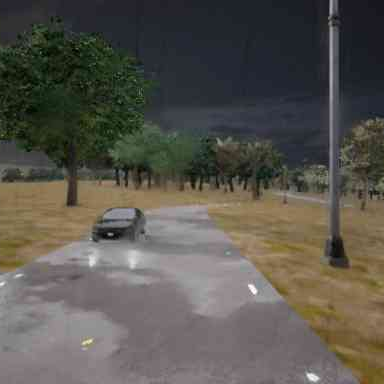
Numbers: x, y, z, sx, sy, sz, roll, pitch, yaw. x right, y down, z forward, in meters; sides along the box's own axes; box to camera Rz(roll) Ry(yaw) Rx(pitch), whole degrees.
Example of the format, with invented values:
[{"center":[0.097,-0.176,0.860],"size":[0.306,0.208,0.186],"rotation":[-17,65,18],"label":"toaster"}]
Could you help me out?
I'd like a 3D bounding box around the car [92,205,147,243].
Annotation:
[{"center":[-3.350,1.437,15.994],"size":[1.882,1.535,5.008],"rotation":[0,0,-1],"label":"car"}]
